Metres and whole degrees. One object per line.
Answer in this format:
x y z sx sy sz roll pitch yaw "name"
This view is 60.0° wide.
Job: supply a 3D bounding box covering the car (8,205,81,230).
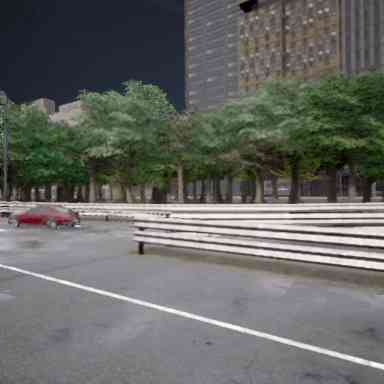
-9.183 1.528 20.780 4.674 1.442 1.812 0 0 19 "car"
